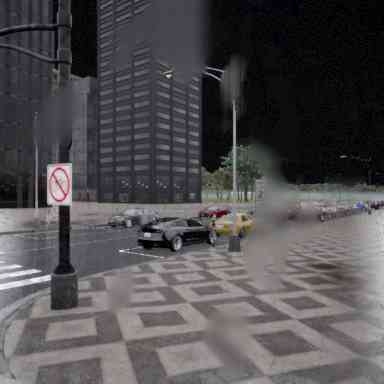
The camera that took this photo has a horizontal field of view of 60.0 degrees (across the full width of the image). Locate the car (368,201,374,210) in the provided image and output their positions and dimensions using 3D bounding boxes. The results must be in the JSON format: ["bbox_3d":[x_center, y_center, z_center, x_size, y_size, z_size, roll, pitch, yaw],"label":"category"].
[{"bbox_3d":[28.922,2.592,56.235,2.008,1.369,4.403,-1,-2,35],"label":"car"}]

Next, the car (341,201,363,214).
[{"bbox_3d":[22.370,2.294,47.046,1.967,1.590,4.097,-1,-2,35],"label":"car"}]

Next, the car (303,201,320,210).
[{"bbox_3d":[21.982,2.476,61.189,1.967,1.590,4.097,-1,-2,35],"label":"car"}]

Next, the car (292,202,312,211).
[{"bbox_3d":[18.707,2.494,56.591,2.008,1.369,4.403,-1,-2,35],"label":"car"}]

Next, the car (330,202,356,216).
[{"bbox_3d":[19.095,2.304,42.447,1.887,1.381,4.507,-1,-2,35],"label":"car"}]

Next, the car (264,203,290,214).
[{"bbox_3d":[12.156,2.305,47.399,2.008,1.369,4.403,-1,-2,35],"label":"car"}]

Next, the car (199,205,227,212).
[{"bbox_3d":[2.331,2.016,33.613,1.887,1.381,4.507,-1,-2,35],"label":"car"}]

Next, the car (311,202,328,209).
[{"bbox_3d":[25.258,2.673,65.783,1.887,1.381,4.507,-1,-2,35],"label":"car"}]

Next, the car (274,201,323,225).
[{"bbox_3d":[9.268,1.791,28.665,2.192,1.841,5.009,-1,-2,35],"label":"car"}]

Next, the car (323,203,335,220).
[{"bbox_3d":[12.544,2.114,33.255,1.887,1.381,4.507,-1,-2,35],"label":"car"}]

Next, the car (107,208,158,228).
[{"bbox_3d":[-4.219,1.842,24.421,2.008,1.369,4.403,-1,-1,35],"label":"car"}]

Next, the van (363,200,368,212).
[{"bbox_3d":[25.646,2.289,51.644,1.690,1.788,3.998,-1,-2,35],"label":"van"}]

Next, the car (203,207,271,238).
[{"bbox_3d":[2.816,1.824,19.606,1.752,1.417,4.829,-1,-2,35],"label":"car"}]

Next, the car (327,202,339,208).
[{"bbox_3d":[31.809,2.891,74.974,1.802,1.307,4.206,-1,-2,35],"label":"car"}]

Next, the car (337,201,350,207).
[{"bbox_3d":[38.360,3.037,84.166,2.008,1.369,4.403,-1,-1,35],"label":"car"}]

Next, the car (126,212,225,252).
[{"bbox_3d":[-0.557,1.775,14.872,1.947,1.339,4.313,-1,-2,35],"label":"car"}]

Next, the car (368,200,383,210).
[{"bbox_3d":[35.473,2.539,65.433,2.192,1.841,5.009,-1,-2,35],"label":"car"}]

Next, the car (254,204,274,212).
[{"bbox_3d":[8.881,2.210,42.804,2.008,1.369,4.403,-1,-2,35],"label":"car"}]

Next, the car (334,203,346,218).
[{"bbox_3d":[15.823,2.246,37.856,1.802,1.307,4.206,-1,-2,36],"label":"car"}]
